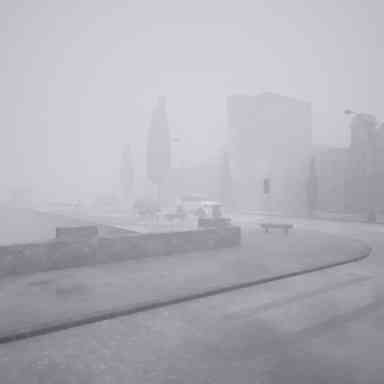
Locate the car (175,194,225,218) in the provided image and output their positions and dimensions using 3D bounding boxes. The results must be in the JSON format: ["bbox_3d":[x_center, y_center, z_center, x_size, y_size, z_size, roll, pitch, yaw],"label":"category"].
[{"bbox_3d":[0.577,1.221,30.454,2.150,2.045,5.566,0,0,-36],"label":"car"}]

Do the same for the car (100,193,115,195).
[{"bbox_3d":[-15.681,1.221,60.437,2.150,2.045,5.566,0,0,-36],"label":"car"}]

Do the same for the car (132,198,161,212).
[{"bbox_3d":[-5.400,1.506,38.832,1.837,1.490,4.892,0,0,-35],"label":"car"}]

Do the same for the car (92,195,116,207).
[{"bbox_3d":[-13.518,1.548,50.293,2.033,1.411,5.357,0,0,-35],"label":"car"}]
